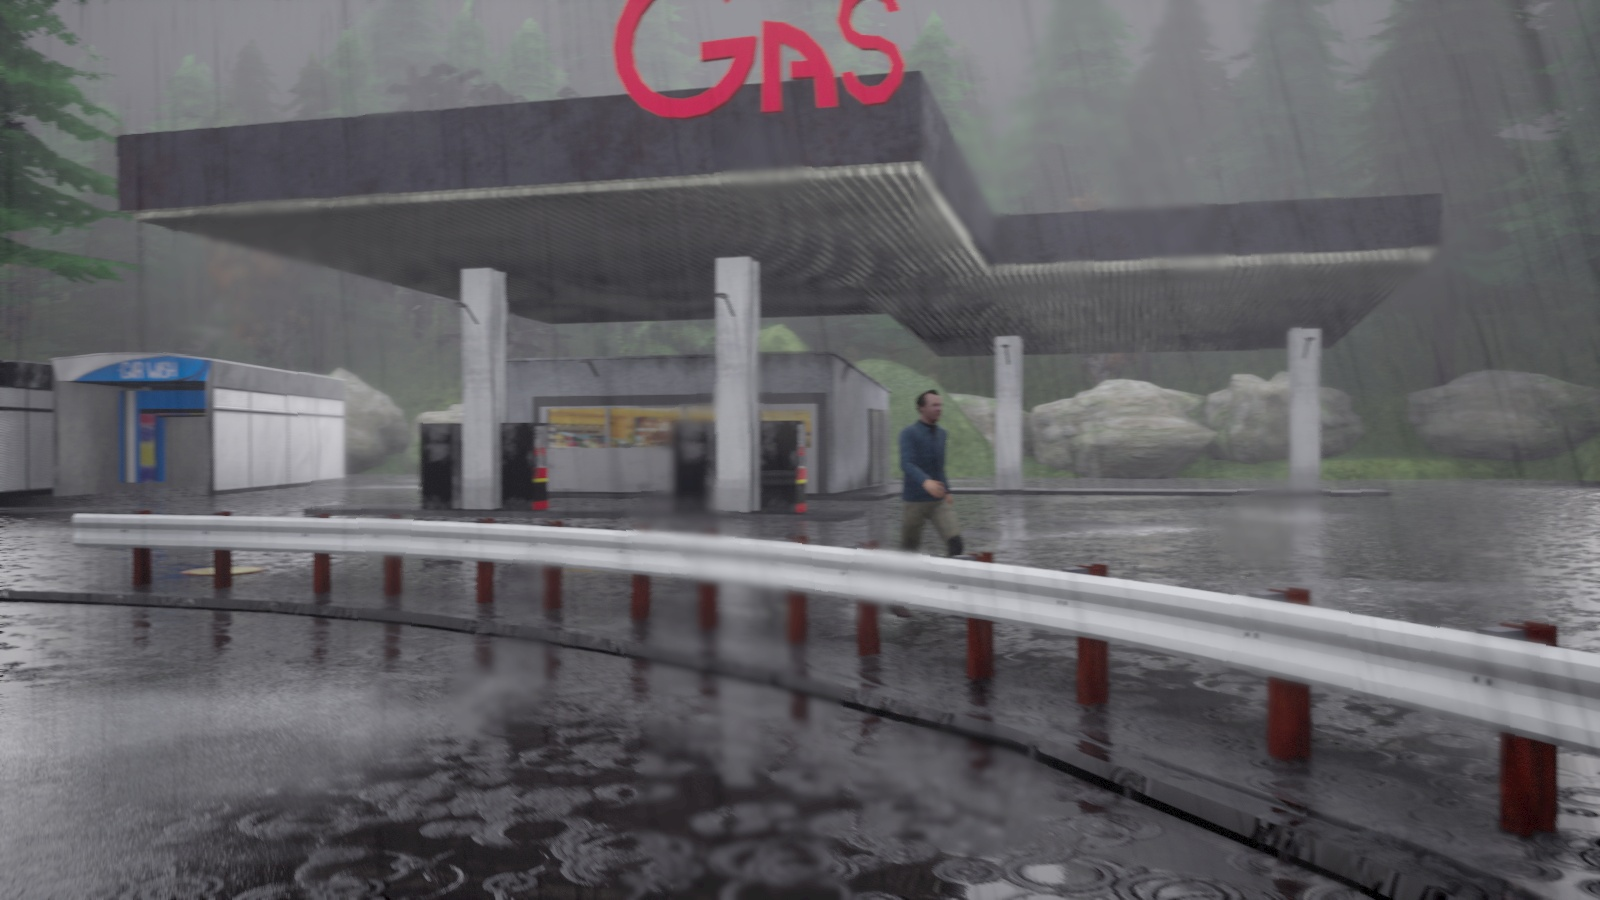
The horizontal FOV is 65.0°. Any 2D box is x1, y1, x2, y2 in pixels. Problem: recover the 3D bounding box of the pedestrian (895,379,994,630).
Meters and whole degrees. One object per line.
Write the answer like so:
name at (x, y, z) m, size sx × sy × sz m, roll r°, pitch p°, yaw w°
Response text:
pedestrian at (1.098, 0.397, 9.635) m, size 0.402 × 1.842 × 0.726 m, roll 0°, pitch 0°, yaw -30°
